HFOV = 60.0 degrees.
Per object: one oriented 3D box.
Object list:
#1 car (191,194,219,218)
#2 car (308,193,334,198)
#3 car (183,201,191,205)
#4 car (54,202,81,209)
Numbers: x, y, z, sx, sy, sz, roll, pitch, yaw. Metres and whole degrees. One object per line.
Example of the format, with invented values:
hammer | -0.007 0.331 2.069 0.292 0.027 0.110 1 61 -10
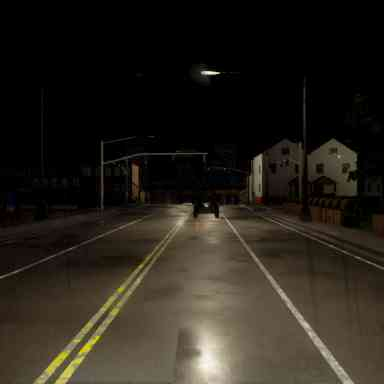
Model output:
car | 1.290 1.226 30.005 2.150 2.045 5.566 0 0 2
car | 18.677 1.231 49.999 5.566 2.045 2.150 0 0 2
car | -0.820 2.607 66.400 1.812 1.442 4.674 0 -9 3
car | -18.060 2.060 47.339 4.181 1.385 1.994 -4 0 2
